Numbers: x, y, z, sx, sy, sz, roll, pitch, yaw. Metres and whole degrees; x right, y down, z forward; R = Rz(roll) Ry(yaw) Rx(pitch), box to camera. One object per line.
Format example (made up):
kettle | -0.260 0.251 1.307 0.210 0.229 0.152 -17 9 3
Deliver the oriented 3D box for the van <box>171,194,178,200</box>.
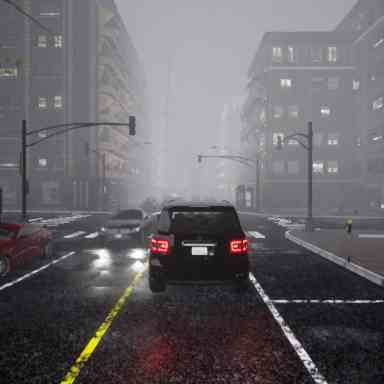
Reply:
van | -4.815 1.340 93.108 1.690 1.788 3.998 0 0 1

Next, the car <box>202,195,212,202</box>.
car | 3.403 1.439 76.106 1.967 1.590 4.097 0 0 1

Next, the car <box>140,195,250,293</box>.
car | 0.169 1.221 9.035 2.150 2.045 5.566 0 0 1

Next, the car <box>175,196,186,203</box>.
car | -2.367 1.559 68.117 1.994 1.385 4.181 0 0 1

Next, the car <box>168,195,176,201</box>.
car | -4.924 1.525 81.660 1.752 1.417 4.829 0 0 1

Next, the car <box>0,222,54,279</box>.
car | -5.609 1.581 9.952 1.802 1.307 4.206 0 0 1

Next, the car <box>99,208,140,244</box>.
car | -2.961 1.524 15.806 1.812 1.442 4.674 0 0 1

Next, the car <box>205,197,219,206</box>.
car | 3.188 1.549 53.552 2.008 1.369 4.403 0 0 1

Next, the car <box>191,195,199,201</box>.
car | 0.781 1.477 82.636 1.882 1.535 5.008 0 0 1

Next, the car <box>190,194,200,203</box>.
car | 0.702 1.354 72.859 2.097 1.767 4.553 0 0 1

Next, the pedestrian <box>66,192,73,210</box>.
pedestrian | -12.405 0.902 33.421 0.375 1.860 0.375 0 -1 0

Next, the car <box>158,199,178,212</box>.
car | -2.737 1.562 38.898 1.994 1.385 4.181 0 0 1

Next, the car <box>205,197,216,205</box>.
car | 3.242 1.543 59.190 1.887 1.381 4.507 0 0 1
